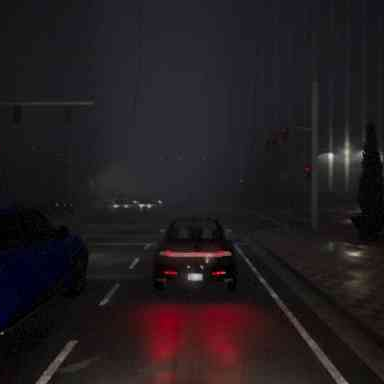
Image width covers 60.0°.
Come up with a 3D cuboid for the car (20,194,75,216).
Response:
[{"bbox_3d":[-13.049,1.144,30.084,4.553,1.767,2.097,0,1,26],"label":"car"}]

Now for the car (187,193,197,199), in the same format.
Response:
[{"bbox_3d":[-0.013,0.906,75.940,1.837,1.490,4.892,0,0,0],"label":"car"}]

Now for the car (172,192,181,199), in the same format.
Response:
[{"bbox_3d":[-3.513,0.813,76.478,1.812,1.442,4.674,0,0,0],"label":"car"}]

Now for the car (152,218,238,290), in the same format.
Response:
[{"bbox_3d":[0.092,1.429,8.895,2.128,1.511,4.902,0,0,1],"label":"car"}]

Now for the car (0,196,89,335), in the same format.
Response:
[{"bbox_3d":[-3.443,1.184,5.267,2.150,2.045,5.566,0,0,1],"label":"car"}]

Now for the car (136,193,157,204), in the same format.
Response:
[{"bbox_3d":[-7.078,1.206,51.869,1.994,1.385,4.181,0,0,0],"label":"car"}]

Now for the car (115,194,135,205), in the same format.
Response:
[{"bbox_3d":[-10.577,1.123,51.502,1.882,1.535,5.008,0,0,0],"label":"car"}]

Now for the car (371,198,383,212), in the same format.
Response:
[{"bbox_3d":[21.660,1.320,35.363,4.181,1.385,1.994,0,0,-1],"label":"car"}]

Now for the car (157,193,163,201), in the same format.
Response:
[{"bbox_3d":[-7.019,1.015,67.174,1.882,1.535,5.008,0,1,0],"label":"car"}]

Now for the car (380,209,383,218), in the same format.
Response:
[{"bbox_3d":[15.313,1.307,24.667,5.008,1.535,1.882,0,0,0],"label":"car"}]
